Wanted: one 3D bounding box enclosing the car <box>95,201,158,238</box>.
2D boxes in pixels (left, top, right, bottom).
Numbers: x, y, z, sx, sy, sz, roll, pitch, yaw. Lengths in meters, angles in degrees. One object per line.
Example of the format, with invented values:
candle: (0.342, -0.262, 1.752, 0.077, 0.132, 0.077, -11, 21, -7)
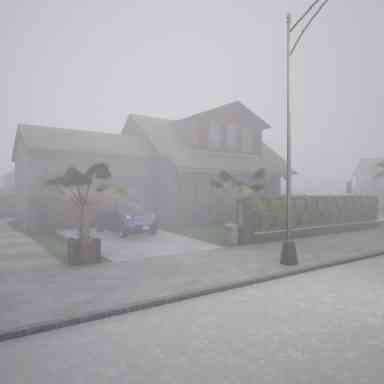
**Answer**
car: (-3.041, 1.174, 15.278, 1.845, 1.501, 3.633, 0, 0, -38)
